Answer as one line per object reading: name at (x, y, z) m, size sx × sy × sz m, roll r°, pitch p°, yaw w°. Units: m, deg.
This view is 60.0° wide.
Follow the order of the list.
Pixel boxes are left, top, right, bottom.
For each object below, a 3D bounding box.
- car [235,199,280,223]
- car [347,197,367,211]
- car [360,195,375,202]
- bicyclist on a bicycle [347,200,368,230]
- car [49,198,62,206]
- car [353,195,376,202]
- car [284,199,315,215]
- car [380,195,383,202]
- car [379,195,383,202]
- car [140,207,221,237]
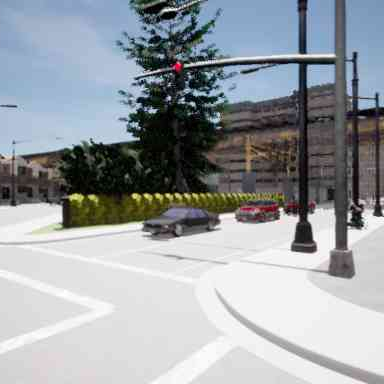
car at (5.152, 1.360, 26.038) m, size 2.097 × 1.767 × 4.553 m, roll 0°, pitch 0°, yaw 36°
car at (17.822, 1.591, 37.205) m, size 1.895 × 1.301 × 4.718 m, roll 0°, pitch 0°, yaw 36°
car at (34.299, 1.469, 66.290) m, size 4.974 × 1.542 × 2.038 m, roll 0°, pitch 0°, yaw -29°
bicyclist on a bicycle at (8.737, 1.270, 18.245) m, size 1.656 × 1.620 × 0.582 m, roll -1°, pitch 0°, yaw 36°
car at (-24.399, 1.757, 60.241) m, size 1.837 × 1.490 × 4.892 m, roll 0°, pitch 0°, yaw -10°
car at (34.343, 1.311, 66.316) m, size 4.536 × 1.218 × 1.853 m, roll 0°, pitch 0°, yaw -29°
car at (11.053, 1.487, 34.139) m, size 1.882 × 1.535 × 5.008 m, roll 0°, pitch 0°, yaw 36°
car at (37.486, 1.446, 63.598) m, size 2.038 × 1.542 × 4.974 m, roll 0°, pitch 0°, yaw 16°
car at (37.499, 1.288, 63.649) m, size 1.853 × 1.218 × 4.536 m, roll 0°, pitch 0°, yaw 16°
car at (-0.395, 1.554, 18.404) m, size 2.033 × 1.411 × 5.357 m, roll 0°, pitch 0°, yaw 36°
